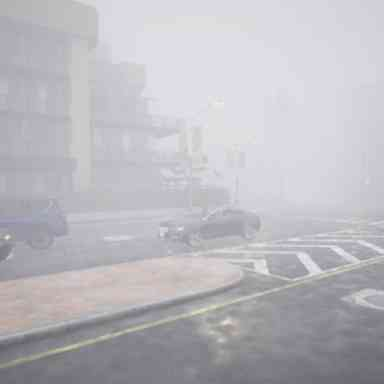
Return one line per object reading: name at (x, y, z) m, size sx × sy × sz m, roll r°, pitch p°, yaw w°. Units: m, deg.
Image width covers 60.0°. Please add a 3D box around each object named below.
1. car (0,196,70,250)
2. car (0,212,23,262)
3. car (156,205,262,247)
car at (-7.590, 1.206, 12.587) m, size 5.566 × 2.045 × 2.150 m, roll -1°, pitch 1°, yaw -35°
car at (-7.302, 1.510, 8.519) m, size 4.902 × 1.511 × 2.128 m, roll -1°, pitch 1°, yaw -35°
car at (0.832, 1.349, 14.313) m, size 4.902 × 1.511 × 2.128 m, roll -1°, pitch 1°, yaw -35°
